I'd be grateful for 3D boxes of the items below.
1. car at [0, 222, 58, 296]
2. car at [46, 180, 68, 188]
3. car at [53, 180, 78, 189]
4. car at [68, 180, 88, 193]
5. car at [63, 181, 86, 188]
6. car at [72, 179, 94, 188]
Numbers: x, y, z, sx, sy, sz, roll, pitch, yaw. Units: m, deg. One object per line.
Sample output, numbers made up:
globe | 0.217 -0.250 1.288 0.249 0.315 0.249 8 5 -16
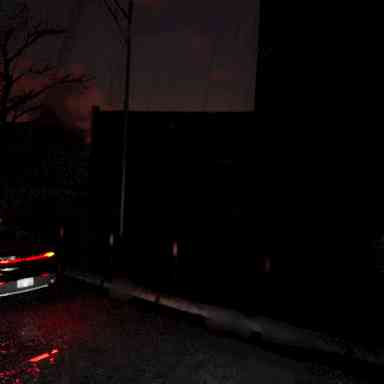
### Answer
car | -5.036 1.450 7.811 4.892 1.490 1.837 1 0 39
car | -28.148 -1.728 68.781 4.553 1.767 2.185 4 3 22
car | -27.157 -1.668 71.362 5.008 1.535 2.097 4 3 22
car | -18.683 -0.994 59.068 2.150 2.045 5.566 4 3 21
car | -26.123 -1.695 73.917 4.674 1.452 2.002 4 3 22
car | -25.060 -1.926 76.456 4.553 1.767 2.185 4 3 22
